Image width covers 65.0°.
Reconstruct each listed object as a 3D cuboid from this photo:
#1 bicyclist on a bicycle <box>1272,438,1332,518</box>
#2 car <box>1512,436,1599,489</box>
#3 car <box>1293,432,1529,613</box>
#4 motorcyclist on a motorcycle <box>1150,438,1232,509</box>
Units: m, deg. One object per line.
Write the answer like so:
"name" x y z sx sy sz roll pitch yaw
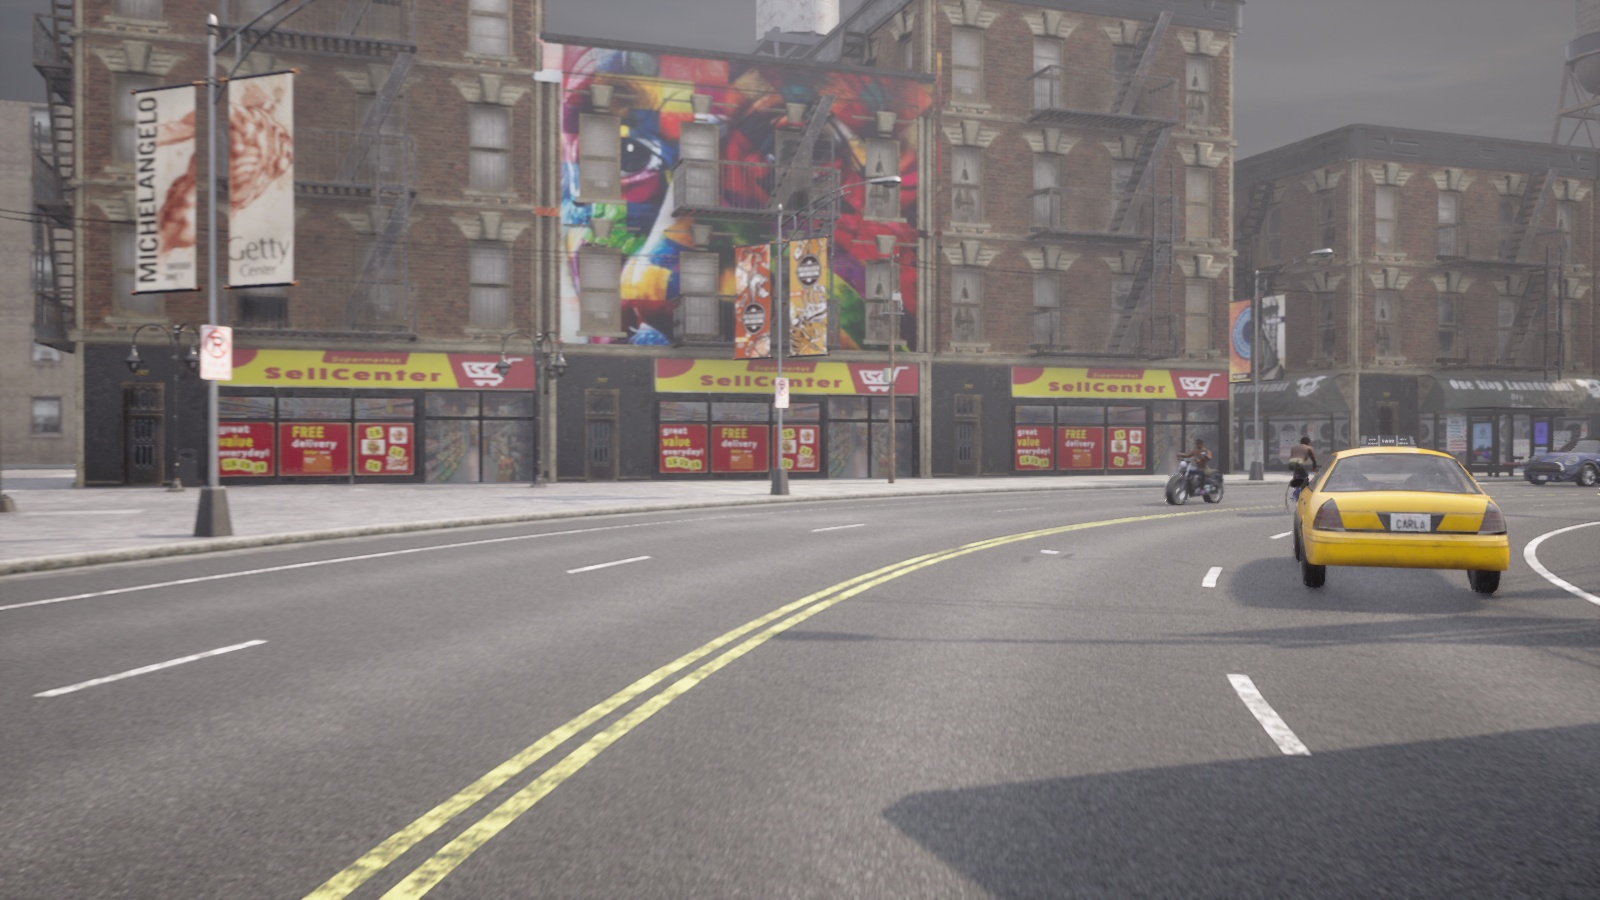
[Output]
"bicyclist on a bicycle" 10.518 0.568 26.291 0.582 1.620 1.656 1 1 43
"car" 27.307 0.404 43.530 4.553 1.767 2.097 0 0 -19
"car" 6.431 0.618 13.767 1.801 1.575 5.366 0 0 20
"motorcyclist on a motorcycle" 9.406 0.542 30.173 2.350 1.649 0.766 0 1 -42
